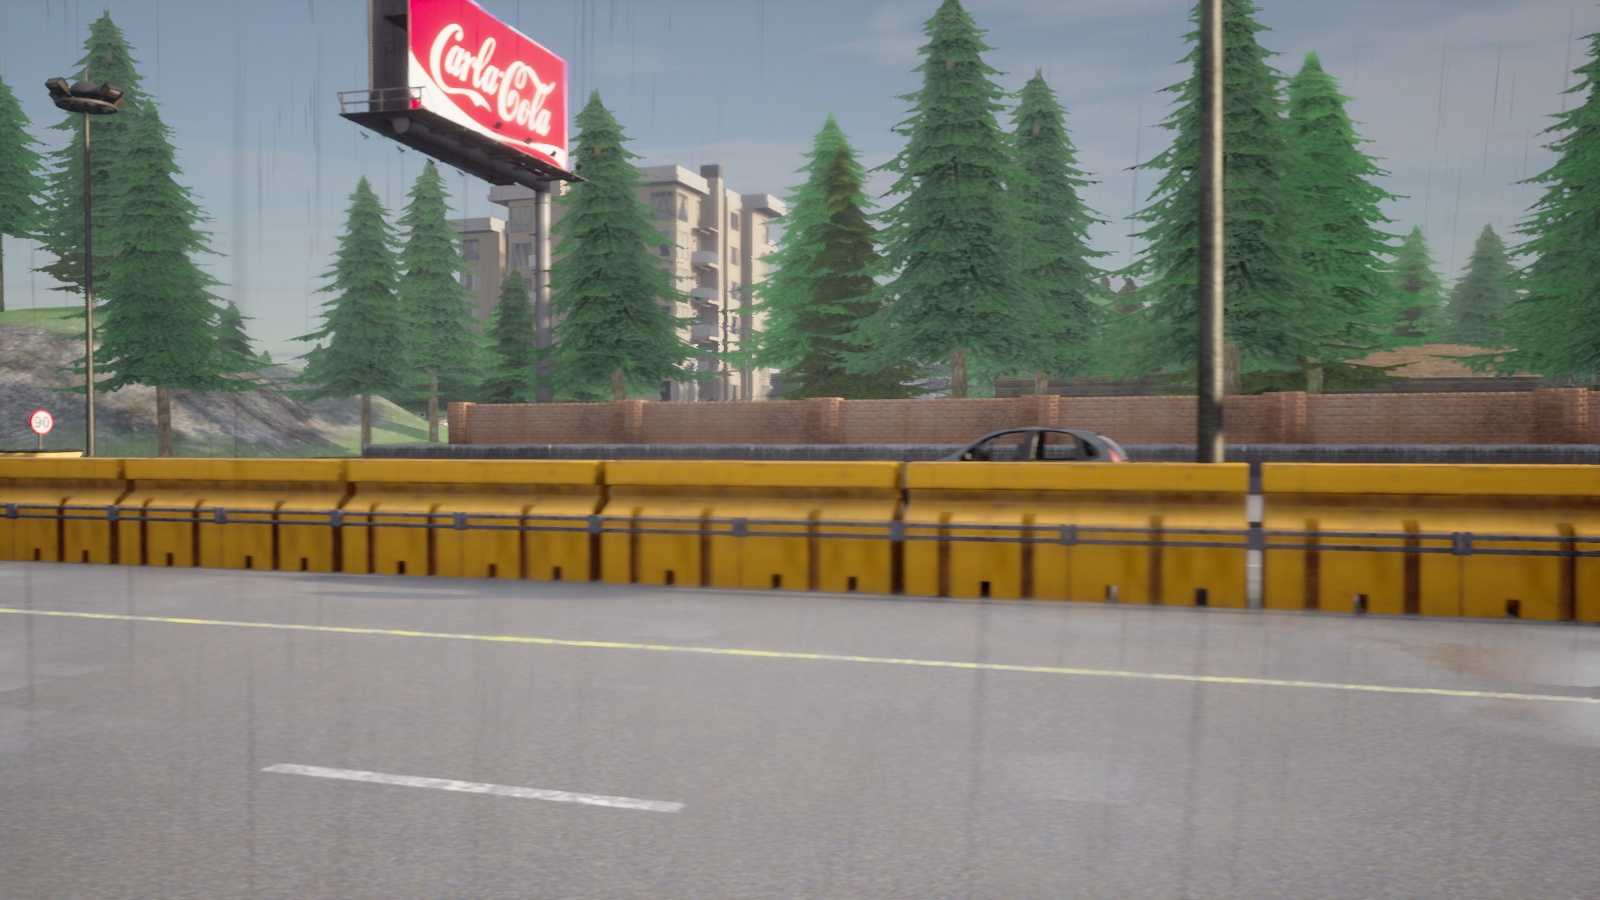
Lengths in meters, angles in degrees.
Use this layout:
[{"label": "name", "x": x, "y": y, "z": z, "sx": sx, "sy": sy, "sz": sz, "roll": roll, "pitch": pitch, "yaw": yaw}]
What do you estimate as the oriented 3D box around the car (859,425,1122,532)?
[{"label": "car", "x": 3.148, "y": 0.407, "z": 20.597, "sx": 3.988, "sy": 1.617, "sz": 1.851, "roll": 1, "pitch": 1, "yaw": 19}]
